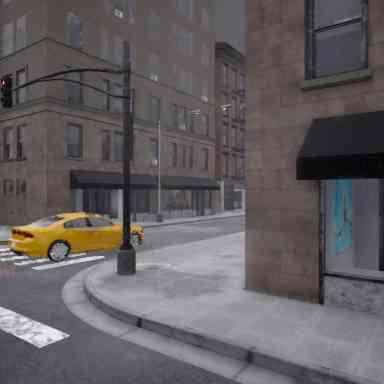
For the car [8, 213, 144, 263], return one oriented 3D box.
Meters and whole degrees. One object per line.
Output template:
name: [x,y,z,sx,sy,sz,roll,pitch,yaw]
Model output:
car: [-4.047,1.535,12.486,1.882,1.535,5.008,1,0,42]
